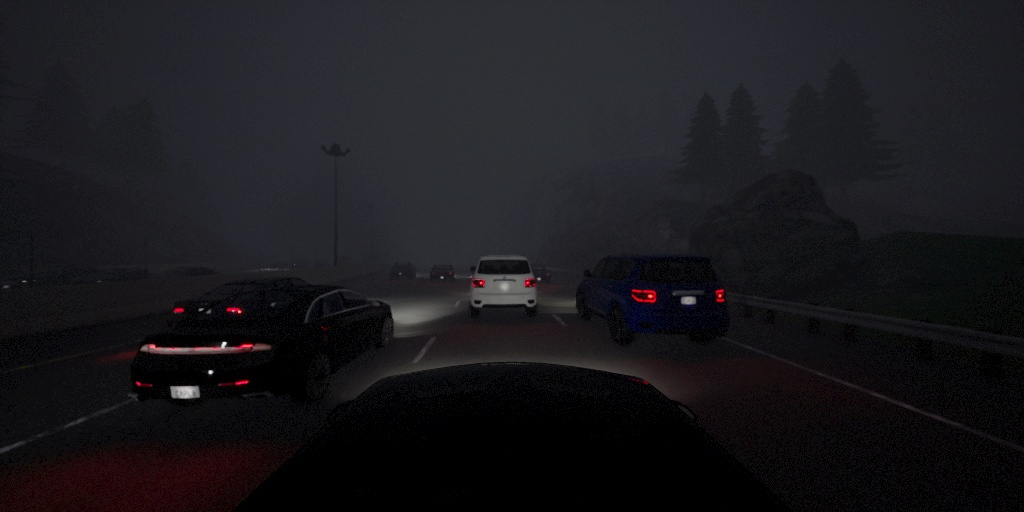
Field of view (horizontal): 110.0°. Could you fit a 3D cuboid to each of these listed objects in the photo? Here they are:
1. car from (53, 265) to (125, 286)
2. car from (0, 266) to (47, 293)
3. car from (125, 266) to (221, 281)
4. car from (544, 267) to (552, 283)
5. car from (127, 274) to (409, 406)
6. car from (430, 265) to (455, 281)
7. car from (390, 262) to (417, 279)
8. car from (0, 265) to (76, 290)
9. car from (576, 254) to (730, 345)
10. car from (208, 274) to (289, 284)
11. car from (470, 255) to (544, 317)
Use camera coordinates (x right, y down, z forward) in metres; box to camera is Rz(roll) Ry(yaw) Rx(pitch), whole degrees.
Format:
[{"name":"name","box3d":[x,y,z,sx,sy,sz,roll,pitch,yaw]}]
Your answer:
[{"name":"car","box3d":[-22.309,1.364,20.302,1.994,1.385,4.181,0,0,-7]},{"name":"car","box3d":[-29.272,1.341,19.683,1.812,1.442,4.674,0,0,-7]},{"name":"car","box3d":[-18.810,1.318,20.551,1.812,1.442,4.674,0,0,-7]},{"name":"car","box3d":[1.633,1.349,27.769,1.895,1.301,4.718,0,0,-8]},{"name":"car","box3d":[-3.574,1.250,6.282,2.128,1.511,4.902,0,0,-1]},{"name":"car","box3d":[-5.744,1.365,29.885,1.895,1.301,4.718,0,0,-9]},{"name":"car","box3d":[-9.706,1.265,32.254,2.128,1.511,4.902,0,0,-9]},{"name":"car","box3d":[-25.860,1.299,20.576,2.128,1.511,4.902,0,0,-7]},{"name":"car","box3d":[3.320,0.964,9.673,2.150,2.045,5.566,0,0,-3]},{"name":"car","box3d":[-7.223,1.314,10.776,2.033,1.411,5.357,0,0,-3]},{"name":"car","box3d":[-0.383,0.973,13.327,2.150,2.045,5.566,0,0,-4]}]
